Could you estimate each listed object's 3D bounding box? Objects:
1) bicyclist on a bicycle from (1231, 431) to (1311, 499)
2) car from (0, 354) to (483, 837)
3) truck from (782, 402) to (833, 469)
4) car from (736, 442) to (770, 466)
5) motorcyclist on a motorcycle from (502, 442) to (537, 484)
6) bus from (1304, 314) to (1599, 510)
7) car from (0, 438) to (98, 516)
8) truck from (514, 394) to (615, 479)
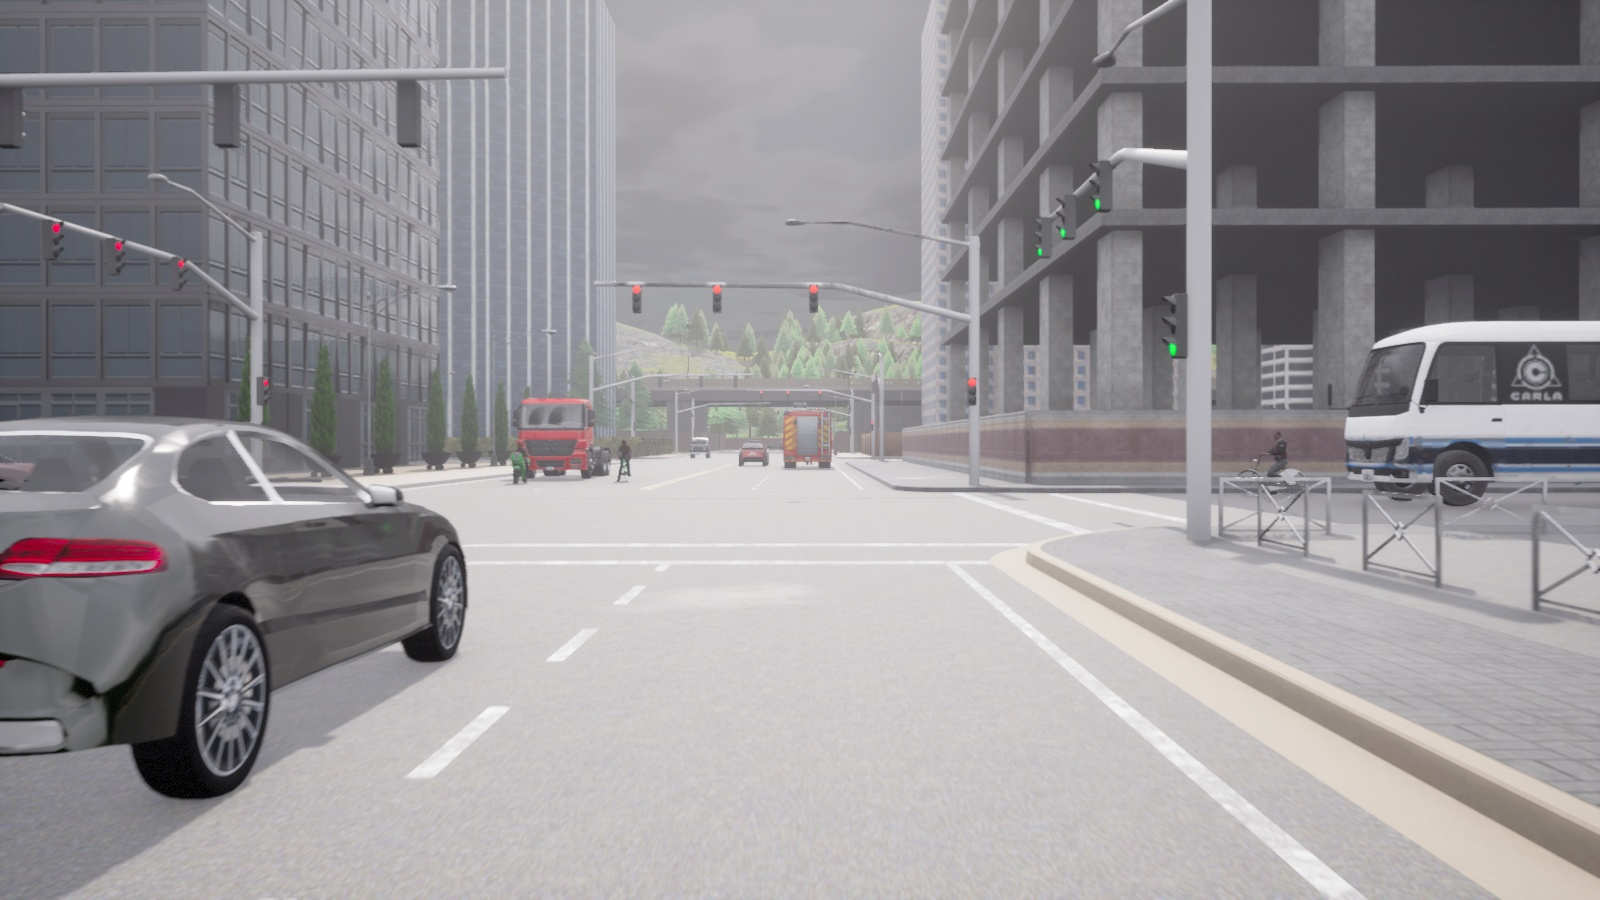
[{"bbox_3d":[12.315,0.386,32.859,1.843,1.776,0.659,0,0,0],"label":"bicyclist on a bicycle"},{"bbox_3d":[-3.446,0.484,6.817,2.152,1.651,5.027,0,0,0],"label":"car"},{"bbox_3d":[0.450,-0.848,76.371,2.891,3.827,8.468,0,0,0],"label":"truck"},{"bbox_3d":[-3.019,0.229,81.878,2.007,1.525,4.514,0,0,0],"label":"car"},{"bbox_3d":[-10.224,0.462,45.840,0.797,1.523,2.044,0,0,0],"label":"motorcyclist on a motorcycle"},{"bbox_3d":[17.721,-0.836,29.340,10.273,4.253,3.944,0,0,0],"label":"bus"},{"bbox_3d":[-17.414,0.515,25.693,5.008,1.535,1.882,0,0,-2],"label":"car"},{"bbox_3d":[-10.175,-0.554,55.110,2.891,3.462,7.936,0,0,0],"label":"truck"}]
